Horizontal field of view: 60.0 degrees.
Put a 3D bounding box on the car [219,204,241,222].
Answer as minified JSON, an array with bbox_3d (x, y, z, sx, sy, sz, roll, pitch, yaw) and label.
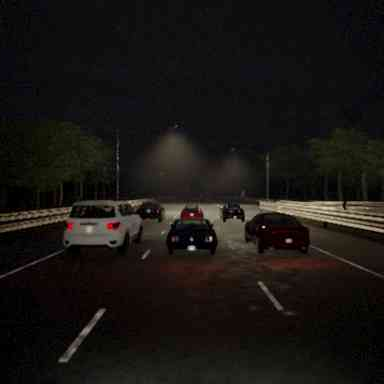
[{"bbox_3d":[3.499,1.785,29.308,1.837,1.490,4.892,0,0,0],"label":"car"}]

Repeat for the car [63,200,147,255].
[{"bbox_3d":[-3.502,1.352,14.029,2.150,2.045,5.566,0,0,0],"label":"car"}]

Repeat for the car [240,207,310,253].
[{"bbox_3d":[3.504,1.618,14.476,1.882,1.535,5.008,0,0,0],"label":"car"}]

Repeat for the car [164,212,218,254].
[{"bbox_3d":[-0.001,1.738,14.122,1.895,1.301,4.718,0,-1,0],"label":"car"}]

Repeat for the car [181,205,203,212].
[{"bbox_3d":[0.000,1.841,29.296,1.994,1.385,4.181,0,0,0],"label":"car"}]

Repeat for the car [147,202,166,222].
[{"bbox_3d":[-3.505,1.625,29.081,2.097,1.767,4.553,0,-1,0],"label":"car"}]
